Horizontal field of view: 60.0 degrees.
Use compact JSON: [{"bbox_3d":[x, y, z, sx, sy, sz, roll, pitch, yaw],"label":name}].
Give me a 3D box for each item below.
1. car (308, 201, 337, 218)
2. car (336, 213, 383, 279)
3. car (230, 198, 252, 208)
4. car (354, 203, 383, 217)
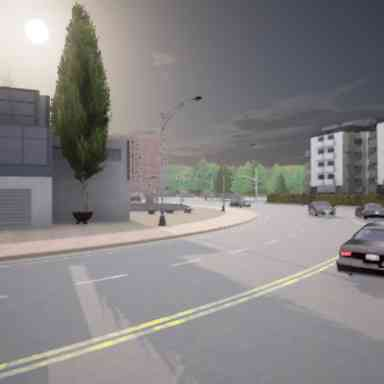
[{"bbox_3d":[12.284,1.598,31.558,2.128,1.511,4.902,0,0,10],"label":"car"},{"bbox_3d":[5.817,1.572,9.660,2.033,1.411,5.357,0,0,40],"label":"car"},{"bbox_3d":[7.579,1.728,52.166,2.128,1.511,4.902,0,0,-18],"label":"car"},{"bbox_3d":[15.387,1.640,28.671,1.994,1.385,4.181,0,0,15],"label":"car"}]
